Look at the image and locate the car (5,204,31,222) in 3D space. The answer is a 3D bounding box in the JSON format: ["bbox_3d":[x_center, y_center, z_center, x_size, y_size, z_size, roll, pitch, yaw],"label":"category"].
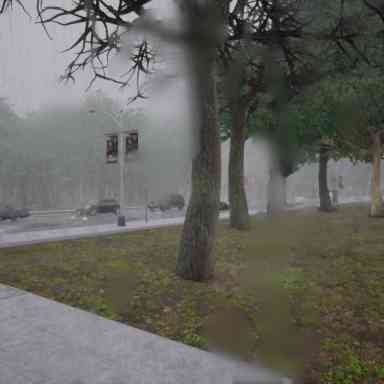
[{"bbox_3d":[-14.963,1.564,24.763,2.033,1.411,5.357,0,0,35],"label":"car"}]

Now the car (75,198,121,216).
[{"bbox_3d":[-9.222,1.384,32.800,2.097,1.767,4.553,0,0,35],"label":"car"}]

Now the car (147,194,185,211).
[{"bbox_3d":[-3.110,1.271,41.363,2.150,2.045,5.566,0,0,35],"label":"car"}]

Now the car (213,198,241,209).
[{"bbox_3d":[4.928,1.596,46.694,1.812,1.442,4.674,0,0,36],"label":"car"}]

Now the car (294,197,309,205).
[{"bbox_3d":[20.897,1.645,63.472,1.812,1.442,4.674,0,-1,36],"label":"car"}]

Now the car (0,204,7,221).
[{"bbox_3d":[-14.171,1.617,19.934,1.895,1.301,4.718,0,0,36],"label":"car"}]

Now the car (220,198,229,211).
[{"bbox_3d":[2.993,1.607,38.388,2.033,1.411,5.357,0,0,36],"label":"car"}]
